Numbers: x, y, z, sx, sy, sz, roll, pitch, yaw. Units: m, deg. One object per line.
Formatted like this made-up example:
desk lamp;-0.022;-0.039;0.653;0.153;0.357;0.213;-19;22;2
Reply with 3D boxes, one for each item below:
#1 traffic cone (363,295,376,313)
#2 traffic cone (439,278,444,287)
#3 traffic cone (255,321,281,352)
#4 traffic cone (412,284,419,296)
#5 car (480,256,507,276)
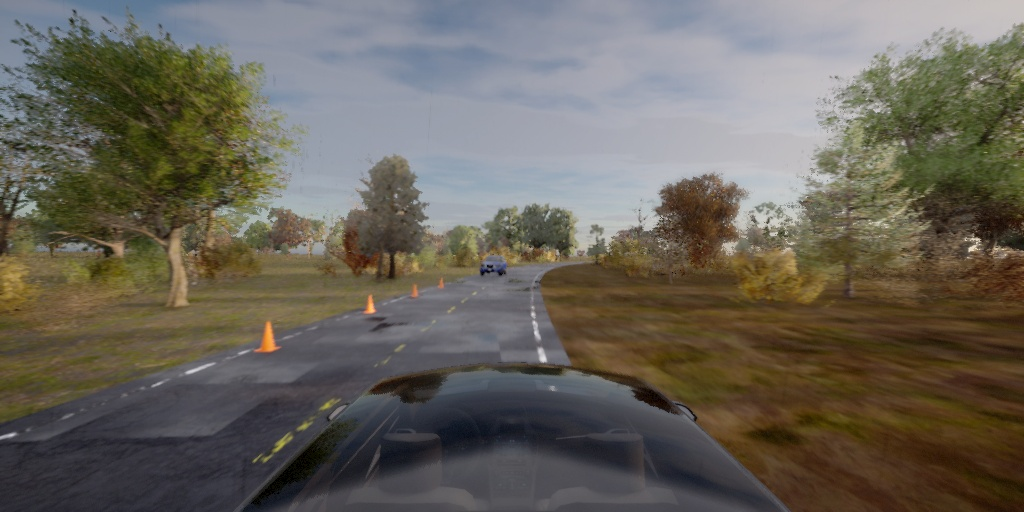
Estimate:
traffic cone;-4.967;1.661;12.530;0.340;0.580;0.340;0;0;2
traffic cone;-4.455;1.667;22.611;0.340;0.580;0.340;0;0;4
traffic cone;-5.092;1.659;7.485;0.340;0.580;0.340;0;0;1
traffic cone;-4.755;1.664;17.573;0.340;0.580;0.340;0;0;3
car;-1.831;0.970;37.509;2.150;2.045;5.566;1;0;7
